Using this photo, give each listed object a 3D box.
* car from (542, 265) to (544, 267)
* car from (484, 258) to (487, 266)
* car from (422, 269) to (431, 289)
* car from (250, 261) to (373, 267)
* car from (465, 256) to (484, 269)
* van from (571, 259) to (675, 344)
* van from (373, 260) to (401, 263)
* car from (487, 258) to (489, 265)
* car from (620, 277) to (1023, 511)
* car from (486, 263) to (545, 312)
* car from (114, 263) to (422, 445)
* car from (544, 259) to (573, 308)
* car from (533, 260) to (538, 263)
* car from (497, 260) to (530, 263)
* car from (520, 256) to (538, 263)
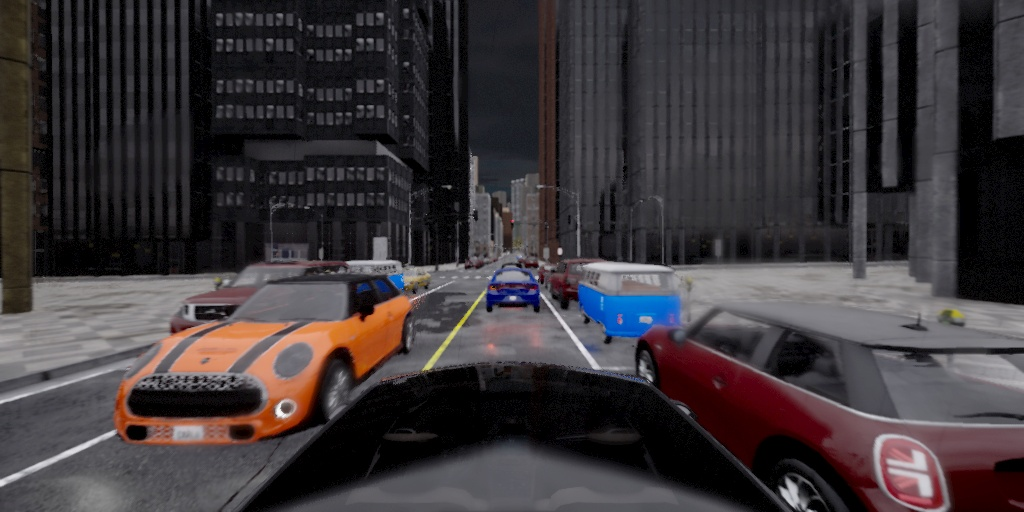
[{"bbox_3d":[2.768,1.254,20.315,2.007,1.370,4.403,0,0,0],"label":"car"},{"bbox_3d":[-5.750,0.975,58.535,2.192,1.841,5.009,0,0,0],"label":"car"},{"bbox_3d":[-5.759,1.245,20.158,1.751,1.417,4.829,0,0,0],"label":"car"},{"bbox_3d":[-5.763,1.058,9.279,2.192,1.841,5.009,0,0,0],"label":"car"},{"bbox_3d":[-5.751,0.981,52.892,2.192,1.841,5.009,0,0,0],"label":"car"},{"bbox_3d":[2.769,1.068,9.264,1.690,1.789,3.998,0,0,0],"label":"van"},{"bbox_3d":[-5.761,1.072,14.804,1.690,1.789,3.998,0,0,0],"label":"van"},{"bbox_3d":[-5.749,1.220,64.178,1.948,1.339,4.313,0,0,0],"label":"car"},{"bbox_3d":[2.769,1.180,3.740,1.967,1.591,4.097,0,0,0],"label":"car"},{"bbox_3d":[0.060,1.200,14.077,1.882,1.535,5.008,0,0,1],"label":"car"},{"bbox_3d":[-3.097,1.099,5.675,2.097,1.767,4.553,0,0,0],"label":"car"},{"bbox_3d":[2.768,1.030,14.790,2.192,1.841,5.009,0,0,0],"label":"car"},{"bbox_3d":[2.768,1.238,25.840,1.888,1.381,4.507,0,0,0],"label":"car"},{"bbox_3d":[0.004,1.206,24.448,1.837,1.490,4.892,0,0,0],"label":"car"},{"bbox_3d":[2.774,0.965,52.881,2.192,1.841,5.009,0,0,0],"label":"car"}]
